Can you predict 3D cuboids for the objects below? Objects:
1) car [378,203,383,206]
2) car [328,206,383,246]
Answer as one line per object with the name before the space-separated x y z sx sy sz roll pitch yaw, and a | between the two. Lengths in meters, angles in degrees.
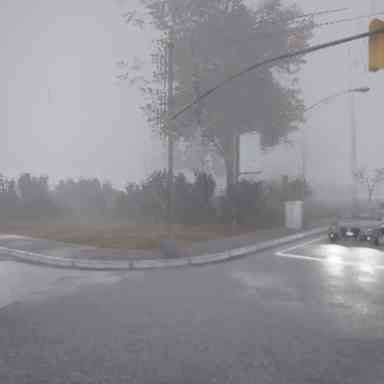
car | 13.396 1.479 22.418 2.128 1.511 4.902 0 0 38
car | 7.828 1.559 15.452 1.994 1.385 4.181 0 0 39
